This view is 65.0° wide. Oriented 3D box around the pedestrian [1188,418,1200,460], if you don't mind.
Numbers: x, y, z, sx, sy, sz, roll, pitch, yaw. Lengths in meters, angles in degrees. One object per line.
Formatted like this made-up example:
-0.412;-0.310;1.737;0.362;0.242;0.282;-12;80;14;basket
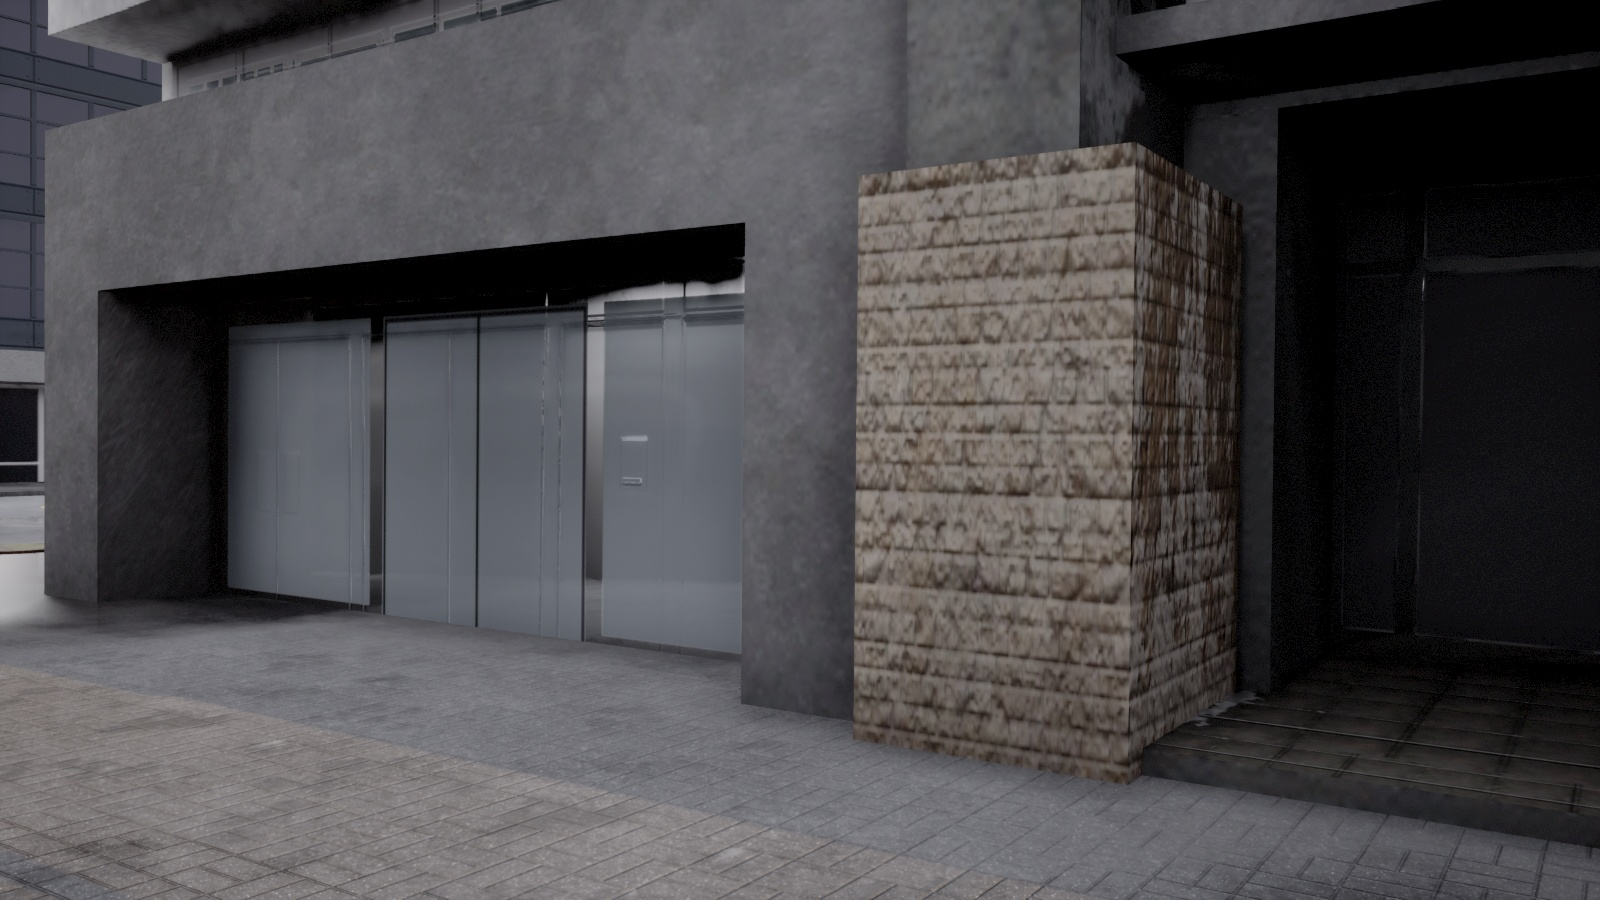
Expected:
17.501;-0.486;55.760;0.345;1.836;0.594;0;1;32;pedestrian
